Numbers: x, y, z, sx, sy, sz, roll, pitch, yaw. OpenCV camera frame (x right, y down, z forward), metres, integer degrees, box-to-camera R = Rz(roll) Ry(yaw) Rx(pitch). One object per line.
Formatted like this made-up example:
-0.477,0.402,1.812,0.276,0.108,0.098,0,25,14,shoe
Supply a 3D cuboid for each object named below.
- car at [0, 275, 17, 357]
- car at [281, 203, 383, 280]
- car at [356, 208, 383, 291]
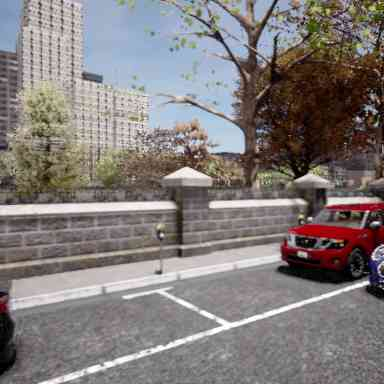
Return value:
-4.264,1.570,3.518,4.313,1.339,1.947,0,0,-35,car
4.903,1.293,10.056,5.009,1.841,2.192,0,0,-35,car
6.100,1.331,7.728,4.553,1.767,2.097,0,0,-35,car
